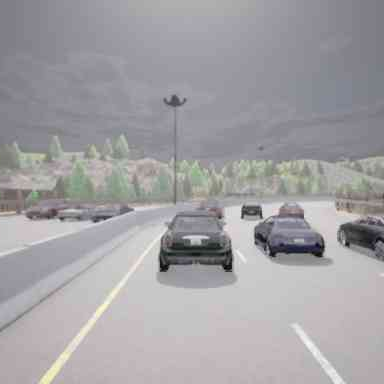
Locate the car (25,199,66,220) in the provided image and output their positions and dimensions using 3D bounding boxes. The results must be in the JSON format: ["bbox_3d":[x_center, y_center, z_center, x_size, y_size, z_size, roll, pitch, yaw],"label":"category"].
[{"bbox_3d":[-12.583,1.465,29.473,2.097,1.767,4.553,0,0,9],"label":"car"}]

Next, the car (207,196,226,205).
[{"bbox_3d":[4.983,1.692,67.015,1.882,1.535,5.008,-1,0,31],"label":"car"}]

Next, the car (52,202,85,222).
[{"bbox_3d":[-9.355,1.703,27.894,1.895,1.301,4.718,0,0,8],"label":"car"}]

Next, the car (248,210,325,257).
[{"bbox_3d":[3.659,1.608,13.183,1.994,1.385,4.181,0,0,1],"label":"car"}]

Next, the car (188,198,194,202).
[{"bbox_3d":[1.042,1.729,67.343,1.882,1.535,5.008,-1,0,31],"label":"car"}]

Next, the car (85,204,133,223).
[{"bbox_3d":[-6.098,1.638,26.166,2.033,1.411,5.357,0,0,8],"label":"car"}]

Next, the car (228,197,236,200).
[{"bbox_3d":[7.075,1.672,63.728,1.882,1.535,5.008,-1,0,31],"label":"car"}]

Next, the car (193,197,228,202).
[{"bbox_3d":[1.701,1.440,29.063,2.097,1.767,4.553,0,0,10],"label":"car"}]

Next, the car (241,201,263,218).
[{"bbox_3d":[5.644,1.563,31.154,1.882,1.535,5.008,0,0,12],"label":"car"}]

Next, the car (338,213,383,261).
[{"bbox_3d":[7.137,1.534,12.356,2.128,1.511,4.902,0,0,1],"label":"car"}]

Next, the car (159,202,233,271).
[{"bbox_3d":[0.122,1.390,11.213,2.097,1.767,4.553,0,0,0],"label":"car"}]

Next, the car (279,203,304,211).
[{"bbox_3d":[9.045,1.639,30.303,1.994,1.385,4.181,0,0,11],"label":"car"}]
